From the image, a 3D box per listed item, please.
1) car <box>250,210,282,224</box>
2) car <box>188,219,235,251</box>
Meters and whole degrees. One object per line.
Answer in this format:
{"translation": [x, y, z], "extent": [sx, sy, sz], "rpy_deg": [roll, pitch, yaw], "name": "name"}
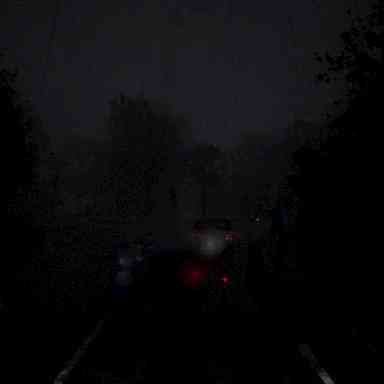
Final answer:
{"translation": [7.499, 2.462, 33.359], "extent": [1.895, 1.301, 4.718], "rpy_deg": [-1, -2, 32], "name": "car"}
{"translation": [1.017, 1.887, 15.460], "extent": [1.895, 1.301, 4.718], "rpy_deg": [0, -2, 7], "name": "car"}
